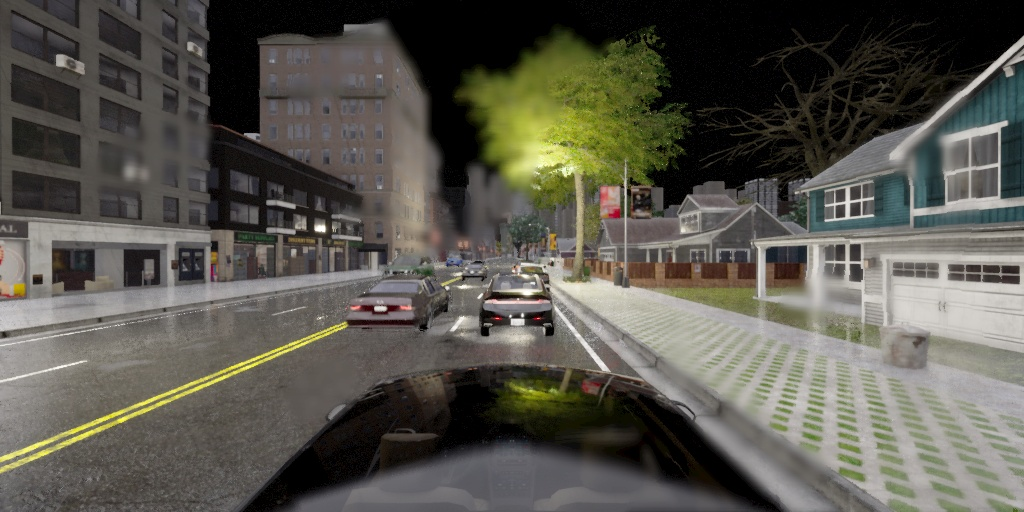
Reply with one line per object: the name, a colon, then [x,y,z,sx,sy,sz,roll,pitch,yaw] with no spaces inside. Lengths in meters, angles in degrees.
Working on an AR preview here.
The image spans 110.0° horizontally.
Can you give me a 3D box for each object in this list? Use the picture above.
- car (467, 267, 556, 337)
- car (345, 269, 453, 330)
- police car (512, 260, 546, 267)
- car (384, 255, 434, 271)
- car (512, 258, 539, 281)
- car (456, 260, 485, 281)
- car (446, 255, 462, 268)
car: [0.131,1.238,10.315,2.128,1.511,4.902,0,0,0]
car: [-3.119,1.294,10.998,2.033,1.411,5.357,0,0,0]
police car: [1.045,1.164,20.564,1.930,1.638,5.238,0,0,0]
car: [-6.518,0.958,23.234,2.150,2.045,5.566,0,0,0]
car: [1.082,1.080,30.424,2.097,1.767,4.553,0,0,0]
car: [-3.047,1.277,30.070,2.033,1.411,5.357,0,0,0]
car: [-9.597,0.923,60.115,2.150,2.045,5.566,0,0,1]
